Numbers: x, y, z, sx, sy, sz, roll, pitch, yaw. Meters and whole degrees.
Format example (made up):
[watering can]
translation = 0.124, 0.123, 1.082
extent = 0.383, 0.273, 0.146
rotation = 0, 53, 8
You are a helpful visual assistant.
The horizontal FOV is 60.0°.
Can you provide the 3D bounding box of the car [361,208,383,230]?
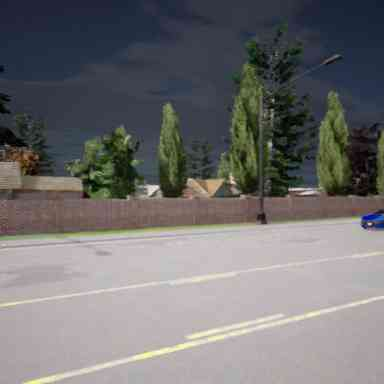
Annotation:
[car]
translation = 13.690, 1.800, 22.777
extent = 5.008, 1.535, 1.882
rotation = 0, -1, -29
